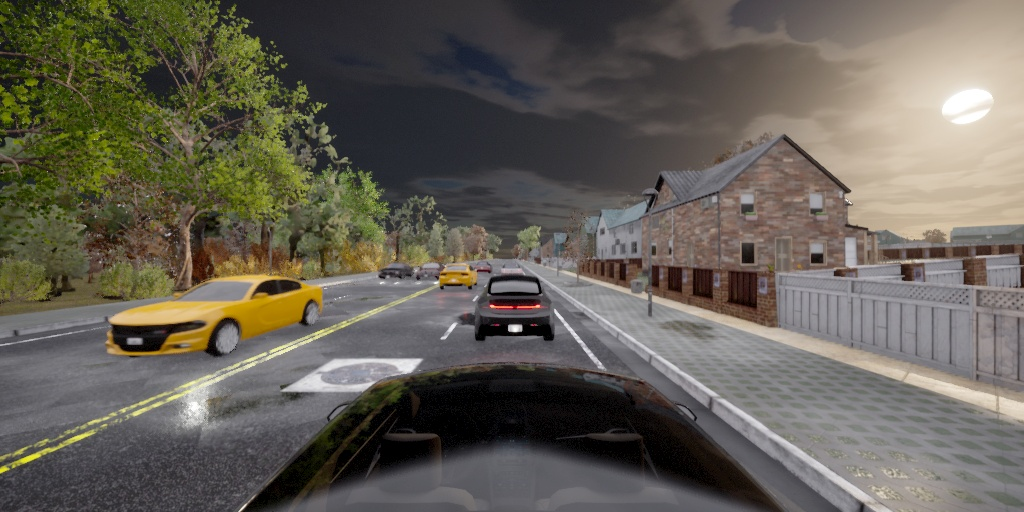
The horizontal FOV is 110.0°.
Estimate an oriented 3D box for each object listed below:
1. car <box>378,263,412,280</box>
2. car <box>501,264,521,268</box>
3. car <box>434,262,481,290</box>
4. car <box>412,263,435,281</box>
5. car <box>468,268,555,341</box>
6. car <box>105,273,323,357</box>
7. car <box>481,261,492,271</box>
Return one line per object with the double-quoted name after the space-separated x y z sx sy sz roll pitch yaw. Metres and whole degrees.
-10.025 1.309 31.564 2.033 1.411 5.357 0 0 0 "car"
-0.085 1.364 33.244 1.895 1.301 4.718 0 0 -2 "car"
-3.308 1.235 22.828 1.882 1.535 5.008 0 0 0 "car"
-6.780 1.287 30.526 1.812 1.442 4.674 0 0 0 "car"
0.052 1.257 9.869 1.837 1.490 4.892 0 0 0 "car"
-6.629 1.229 8.787 1.882 1.535 5.008 0 0 0 "car"
-3.407 1.334 42.647 1.994 1.385 4.181 0 0 0 "car"
